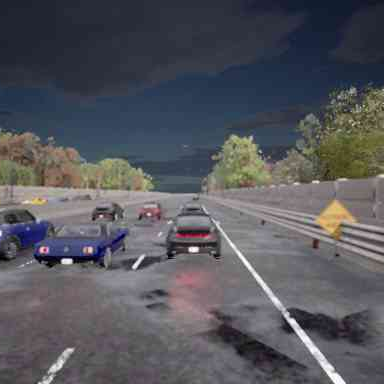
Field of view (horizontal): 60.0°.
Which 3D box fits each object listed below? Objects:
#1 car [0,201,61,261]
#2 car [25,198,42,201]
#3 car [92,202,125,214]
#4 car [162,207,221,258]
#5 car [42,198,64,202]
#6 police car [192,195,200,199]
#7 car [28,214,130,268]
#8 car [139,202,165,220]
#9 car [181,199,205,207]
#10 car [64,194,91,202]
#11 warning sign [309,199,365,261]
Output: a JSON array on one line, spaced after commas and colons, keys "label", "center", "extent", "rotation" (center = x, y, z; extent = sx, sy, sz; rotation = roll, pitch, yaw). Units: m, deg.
[{"label": "car", "center": [-6.933, 1.397, 12.560], "extent": [2.097, 1.767, 4.553], "rotation": [0, 0, 0]}, {"label": "car", "center": [-24.557, 1.667, 51.764], "extent": [1.882, 1.535, 5.008], "rotation": [0, 0, 0]}, {"label": "car", "center": [-6.931, 1.609, 27.954], "extent": [1.837, 1.490, 4.892], "rotation": [0, 0, 0]}, {"label": "car", "center": [0.069, 1.553, 12.852], "extent": [1.837, 1.490, 4.892], "rotation": [0, 0, 0]}, {"label": "car", "center": [-21.062, 1.668, 52.013], "extent": [1.882, 1.535, 5.008], "rotation": [0, 0, 0]}, {"label": "police car", "center": [1.042, 1.762, 90.634], "extent": [1.930, 1.638, 5.238], "rotation": [0, 0, 0]}, {"label": "car", "center": [-3.439, 1.643, 11.426], "extent": [1.895, 1.301, 4.718], "rotation": [0, 0, 0]}, {"label": "car", "center": [-3.429, 1.631, 28.850], "extent": [1.812, 1.442, 4.674], "rotation": [0, 0, 0]}, {"label": "car", "center": [0.069, 1.609, 27.927], "extent": [1.837, 1.490, 4.892], "rotation": [0, 0, 0]}, {"label": "car", "center": [-17.562, 1.412, 52.309], "extent": [2.150, 2.045, 5.566], "rotation": [0, 0, 0]}, {"label": "warning sign", "center": [4.540, 1.154, 10.533], "extent": [1.300, 1.860, 1.060], "rotation": [-1, -1, 0]}]
